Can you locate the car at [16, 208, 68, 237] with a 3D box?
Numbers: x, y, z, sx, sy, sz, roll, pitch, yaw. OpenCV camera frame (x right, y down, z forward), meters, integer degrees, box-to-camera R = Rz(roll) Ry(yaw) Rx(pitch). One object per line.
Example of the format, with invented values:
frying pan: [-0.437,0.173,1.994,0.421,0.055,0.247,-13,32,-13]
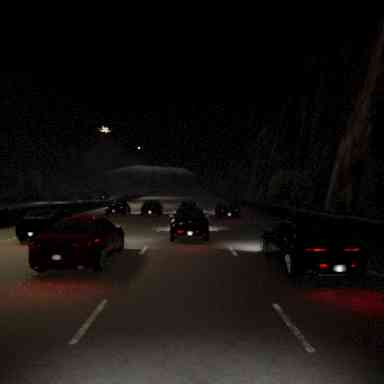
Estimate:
car: [-7.128,1.594,17.044,1.837,1.490,4.892,0,0,-1]

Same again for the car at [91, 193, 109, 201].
car: [-18.450,1.020,67.847,2.097,1.767,4.553,0,1,-1]

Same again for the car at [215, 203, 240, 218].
car: [3.179,1.621,30.721,1.895,1.301,4.718,0,0,-1]

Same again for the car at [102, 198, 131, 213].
car: [-7.359,1.573,33.323,1.812,1.442,4.674,0,0,-1]

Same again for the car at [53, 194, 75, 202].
car: [-25.442,1.241,67.305,2.033,1.411,5.357,0,1,-1]

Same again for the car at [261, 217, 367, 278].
car: [3.459,1.542,10.273,1.837,1.490,4.892,0,0,-1]

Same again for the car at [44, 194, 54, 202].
car: [-28.969,1.173,69.131,2.128,1.511,4.902,0,1,-1]

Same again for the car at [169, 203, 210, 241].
car: [-0.129,1.567,17.108,1.837,1.490,4.892,0,0,-1]

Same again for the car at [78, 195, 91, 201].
car: [-21.963,1.215,68.816,1.994,1.385,4.181,0,1,-1]

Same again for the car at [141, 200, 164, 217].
car: [-3.847,1.544,32.459,1.837,1.490,4.892,0,0,-1]

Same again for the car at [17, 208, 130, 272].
car: [-3.551,1.543,11.126,1.882,1.535,5.008,0,0,-1]

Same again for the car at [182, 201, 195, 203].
car: [-0.354,1.586,33.000,1.994,1.385,4.181,0,0,-1]
